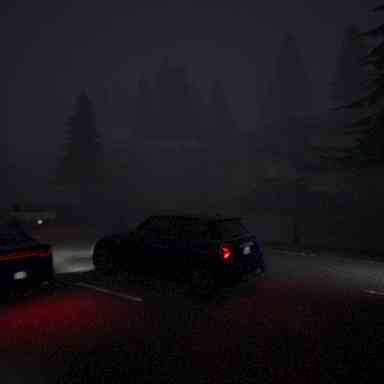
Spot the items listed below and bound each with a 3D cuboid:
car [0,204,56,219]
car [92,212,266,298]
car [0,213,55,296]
[{"bbox_3d":[-10.339,1.364,19.965,4.718,1.301,1.895,1,1,35],"label":"car"},{"bbox_3d":[-0.507,1.304,8.653,4.553,1.767,2.097,1,0,36],"label":"car"},{"bbox_3d":[-5.275,1.395,7.755,5.008,1.535,1.882,1,1,36],"label":"car"}]
